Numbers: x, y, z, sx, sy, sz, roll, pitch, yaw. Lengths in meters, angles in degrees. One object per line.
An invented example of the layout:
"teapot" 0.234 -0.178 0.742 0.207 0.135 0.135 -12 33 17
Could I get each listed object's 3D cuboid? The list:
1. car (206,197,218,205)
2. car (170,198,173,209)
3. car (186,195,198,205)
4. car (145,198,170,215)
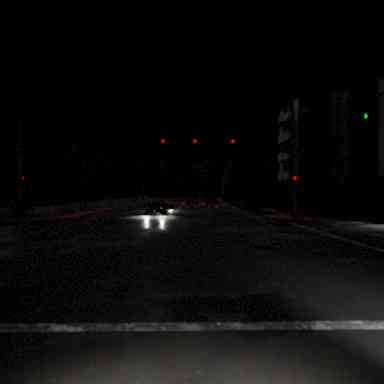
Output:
"car" 3.479 1.554 58.349 1.812 1.442 4.674 0 0 0
"car" -3.588 1.500 45.475 1.882 1.535 5.008 0 0 0
"car" -0.021 1.381 58.303 2.097 1.767 4.553 0 0 0
"car" -3.595 1.543 34.141 1.812 1.442 4.674 0 0 0
